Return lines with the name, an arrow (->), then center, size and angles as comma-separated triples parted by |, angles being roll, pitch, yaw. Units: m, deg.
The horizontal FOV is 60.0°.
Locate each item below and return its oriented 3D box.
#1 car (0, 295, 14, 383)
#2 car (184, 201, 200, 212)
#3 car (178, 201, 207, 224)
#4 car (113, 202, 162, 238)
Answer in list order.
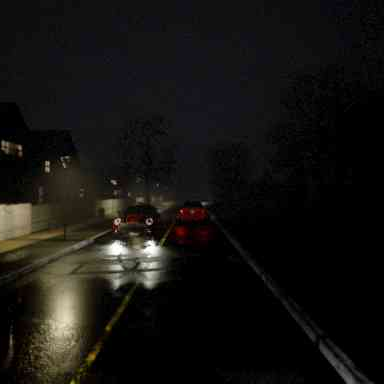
car -> -2.850, 1.486, 1.506 | 1.882, 1.535, 5.008 | 0, 0, 0
car -> 0.041, 1.810, 42.308 | 1.895, 1.301, 4.718 | 0, 0, 0
car -> 0.048, 1.481, 26.287 | 2.097, 1.767, 4.553 | 0, 0, 0
car -> -2.862, 1.441, 18.189 | 2.097, 1.767, 4.553 | 0, 0, 0
